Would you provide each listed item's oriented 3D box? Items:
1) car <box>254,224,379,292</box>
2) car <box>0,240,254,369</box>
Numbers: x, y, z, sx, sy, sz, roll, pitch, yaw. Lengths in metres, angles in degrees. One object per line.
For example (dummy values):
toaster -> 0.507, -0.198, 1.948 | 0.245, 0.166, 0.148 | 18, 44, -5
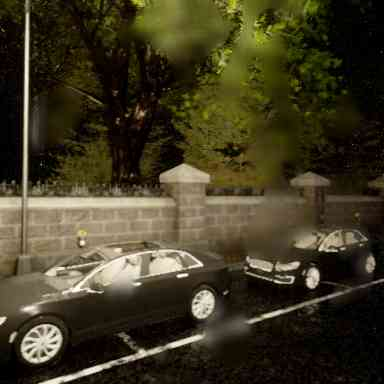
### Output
car -> 3.347, 1.585, 8.939 | 4.403, 1.369, 2.008 | 0, 0, -35
car -> -1.281, 1.560, 5.639 | 4.403, 1.369, 2.008 | 0, 0, -35
